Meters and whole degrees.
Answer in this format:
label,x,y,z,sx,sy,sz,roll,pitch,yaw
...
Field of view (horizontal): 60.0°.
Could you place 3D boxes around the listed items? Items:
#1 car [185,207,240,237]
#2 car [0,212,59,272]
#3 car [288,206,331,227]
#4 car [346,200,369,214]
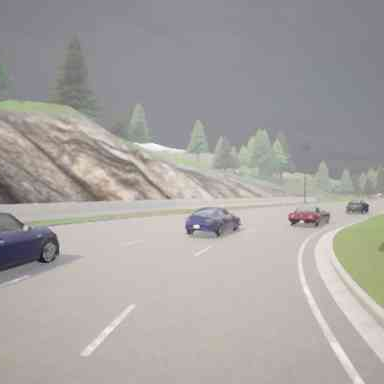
label,x,y,z,sx,sy,sz,roll,pitch,yaw
car,1.201,1.535,18.310,1.812,1.442,4.674,0,0,25
car,-5.613,1.293,8.993,2.097,1.767,4.553,1,0,11
car,8.515,1.684,23.818,1.895,1.301,4.718,1,0,34
car,19.461,1.683,39.047,2.128,1.511,4.902,1,0,36
